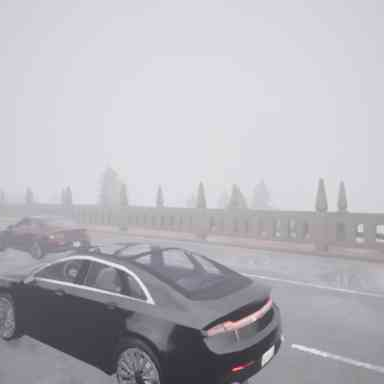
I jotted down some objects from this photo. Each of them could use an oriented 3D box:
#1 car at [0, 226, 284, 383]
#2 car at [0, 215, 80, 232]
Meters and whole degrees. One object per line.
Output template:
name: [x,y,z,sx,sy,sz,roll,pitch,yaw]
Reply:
car: [-1.153,1.527,4.957,4.902,1.511,2.128,0,0,36]
car: [-5.777,1.618,12.743,4.674,1.442,1.812,0,0,37]
